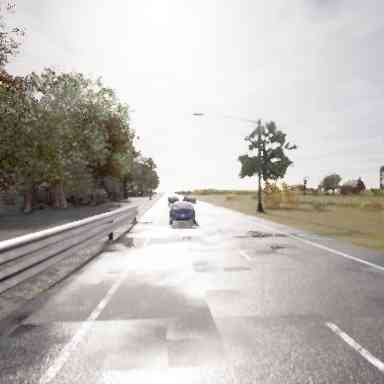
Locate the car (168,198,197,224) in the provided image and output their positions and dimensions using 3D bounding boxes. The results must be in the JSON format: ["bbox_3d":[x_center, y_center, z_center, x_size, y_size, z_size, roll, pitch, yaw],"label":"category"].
[{"bbox_3d":[-0.778,1.476,25.107,1.882,1.535,5.008,0,0,-4],"label":"car"}]

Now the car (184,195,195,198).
[{"bbox_3d":[-0.190,1.469,64.250,2.128,1.511,4.902,0,0,-4],"label":"car"}]

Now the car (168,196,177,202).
[{"bbox_3d":[-4.466,1.530,74.792,1.994,1.385,4.181,0,0,-4],"label":"car"}]

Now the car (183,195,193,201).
[{"bbox_3d":[-0.948,1.338,74.646,2.033,1.411,5.357,0,0,-4],"label":"car"}]

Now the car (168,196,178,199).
[{"bbox_3d":[-3.069,1.490,56.954,1.837,1.490,4.892,0,-1,-4],"label":"car"}]
